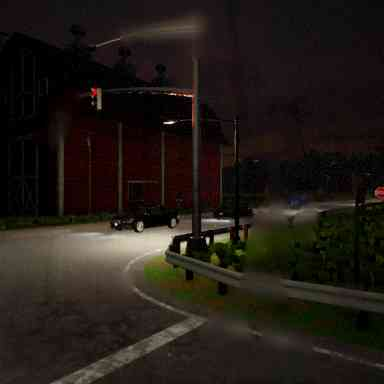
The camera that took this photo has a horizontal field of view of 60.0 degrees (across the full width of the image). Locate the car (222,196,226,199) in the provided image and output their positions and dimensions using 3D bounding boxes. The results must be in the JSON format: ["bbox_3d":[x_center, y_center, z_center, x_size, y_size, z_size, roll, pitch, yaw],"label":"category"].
[{"bbox_3d":[6.341,1.532,78.050,1.816,1.474,4.193,0,0,36],"label":"car"}]

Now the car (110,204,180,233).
[{"bbox_3d":[-2.704,1.531,20.137,1.837,1.490,4.892,0,0,37],"label":"car"}]

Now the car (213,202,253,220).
[{"bbox_3d":[3.570,1.591,28.541,1.994,1.385,4.181,0,0,37],"label":"car"}]

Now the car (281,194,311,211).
[{"bbox_3d":[12.863,1.245,40.992,2.150,2.045,5.566,0,0,37],"label":"car"}]

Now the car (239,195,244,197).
[{"bbox_3d":[12.940,1.547,89.158,1.784,1.438,3.905,0,0,36],"label":"car"}]
